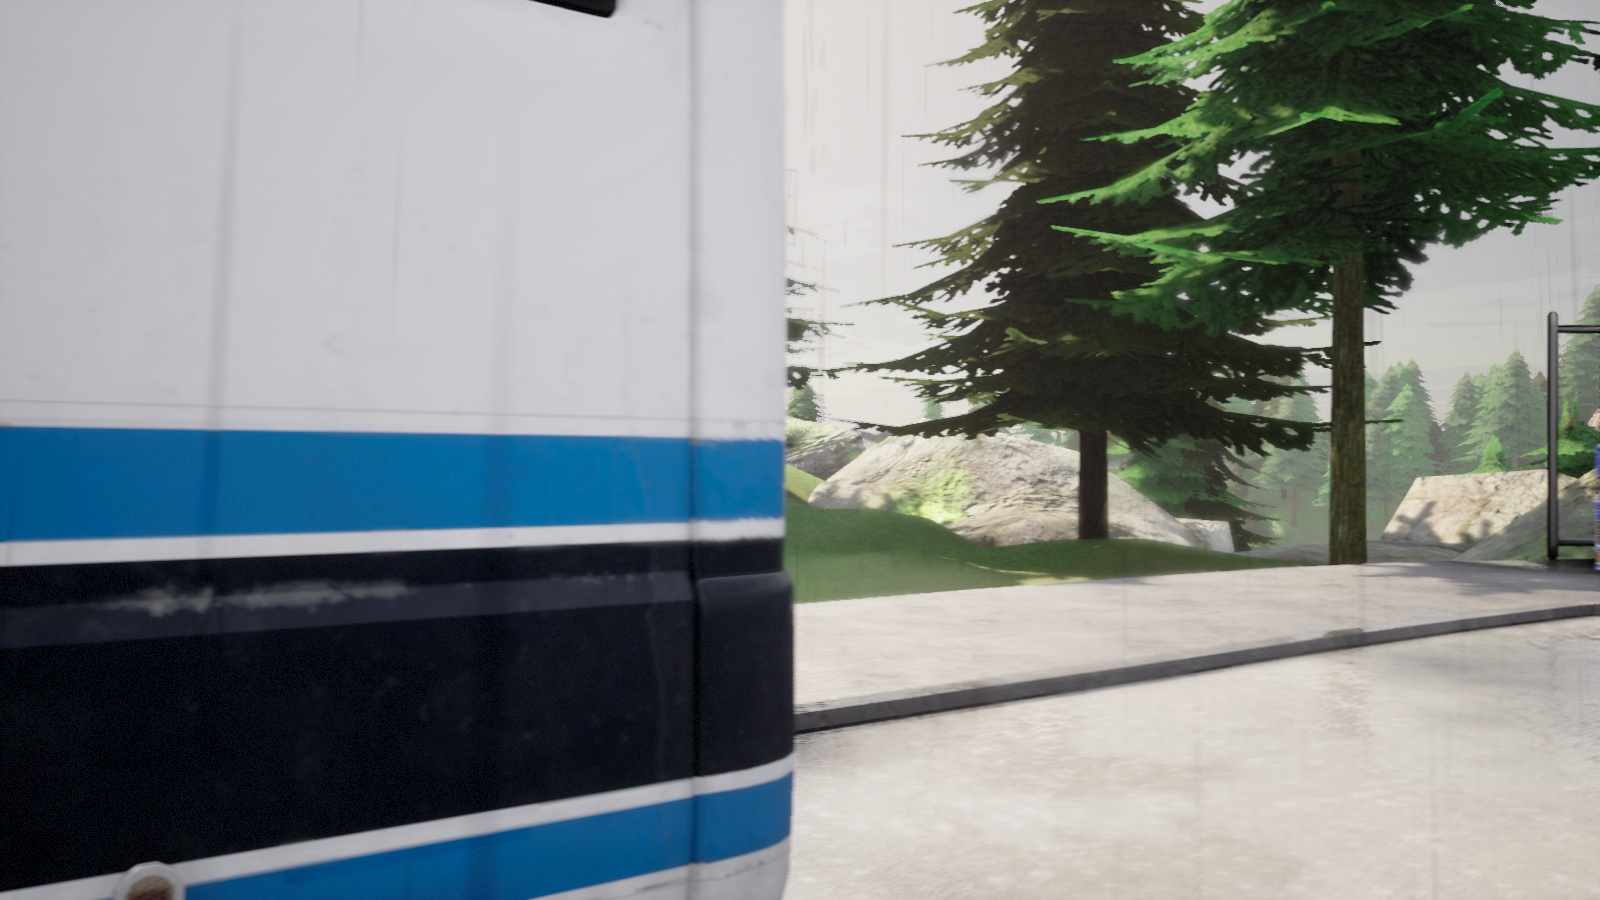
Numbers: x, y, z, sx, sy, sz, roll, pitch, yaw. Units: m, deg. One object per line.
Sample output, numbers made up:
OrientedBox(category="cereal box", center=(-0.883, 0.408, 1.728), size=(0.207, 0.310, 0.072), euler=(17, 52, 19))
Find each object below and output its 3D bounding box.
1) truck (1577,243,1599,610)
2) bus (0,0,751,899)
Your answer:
OrientedBox(category="truck", center=(11.368, -0.234, 10.378), size=(7.936, 3.462, 2.891), euler=(0, 0, 6))
OrientedBox(category="bus", center=(-5.401, -0.619, 0.525), size=(10.273, 4.253, 3.944), euler=(0, 0, -35))
